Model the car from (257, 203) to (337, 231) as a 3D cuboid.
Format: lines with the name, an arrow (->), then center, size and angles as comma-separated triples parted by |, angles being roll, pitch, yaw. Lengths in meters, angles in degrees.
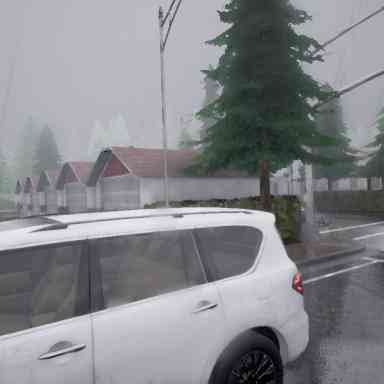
car -> 6.464, 1.479, 21.033 | 1.812, 1.442, 4.674 | -2, 0, -35

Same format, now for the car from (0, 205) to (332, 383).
car -> -1.321, 1.238, 3.045 | 5.566, 2.045, 2.150 | -1, 0, -34
